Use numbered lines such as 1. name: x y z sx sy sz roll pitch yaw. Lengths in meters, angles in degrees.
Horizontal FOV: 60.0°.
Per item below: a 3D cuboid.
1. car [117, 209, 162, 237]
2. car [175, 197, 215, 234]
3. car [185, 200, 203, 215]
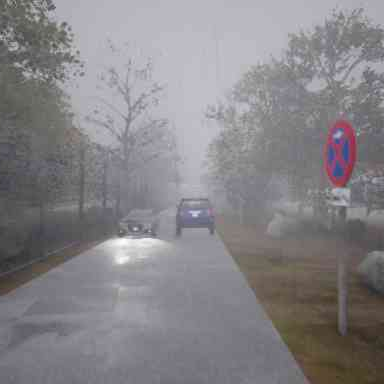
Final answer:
1. car: -2.806 1.655 18.466 1.994 1.385 4.181 0 0 0
2. car: 0.185 1.315 19.931 2.150 2.045 5.566 -1 0 0
3. car: 0.240 1.738 38.573 1.882 1.535 5.008 0 0 0
